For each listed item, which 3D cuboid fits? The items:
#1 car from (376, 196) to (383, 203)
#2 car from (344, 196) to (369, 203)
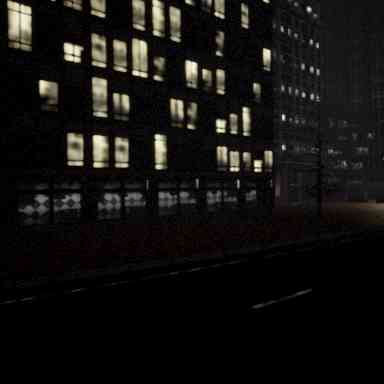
[{"bbox_3d":[33.723,1.369,56.603,1.947,1.339,4.313,-1,1,-39],"label":"car"},{"bbox_3d":[30.173,1.356,61.044,1.802,1.307,4.206,-1,1,-39],"label":"car"}]
